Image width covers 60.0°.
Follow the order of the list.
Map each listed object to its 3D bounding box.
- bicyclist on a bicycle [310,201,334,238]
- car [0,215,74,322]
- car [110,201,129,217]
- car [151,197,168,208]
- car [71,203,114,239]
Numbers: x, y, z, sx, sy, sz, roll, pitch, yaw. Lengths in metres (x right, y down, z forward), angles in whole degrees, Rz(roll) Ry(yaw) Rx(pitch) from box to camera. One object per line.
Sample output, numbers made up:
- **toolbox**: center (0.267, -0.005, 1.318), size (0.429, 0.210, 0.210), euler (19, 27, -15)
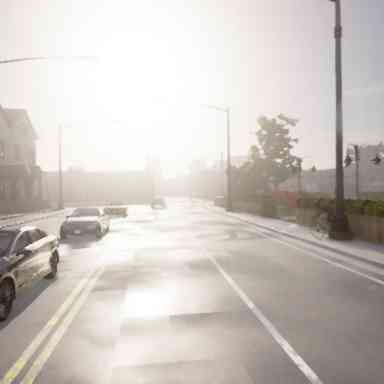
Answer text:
- **bicyclist on a bicycle**: center (5.804, 1.159, 14.553), size (1.656, 1.620, 0.582), euler (-9, -19, -9)
- **car**: center (-4.323, 1.524, 7.211), size (2.128, 1.511, 4.902), euler (-1, 0, -6)
- **car**: center (-6.982, 1.555, 30.931), size (1.994, 1.385, 4.181), euler (-1, 0, -6)
- **car**: center (-4.578, 1.410, 46.568), size (1.837, 1.490, 4.892), euler (-1, 0, 1)
- **car**: center (-5.477, 1.540, 17.503), size (1.812, 1.442, 4.674), euler (-1, 0, -6)
